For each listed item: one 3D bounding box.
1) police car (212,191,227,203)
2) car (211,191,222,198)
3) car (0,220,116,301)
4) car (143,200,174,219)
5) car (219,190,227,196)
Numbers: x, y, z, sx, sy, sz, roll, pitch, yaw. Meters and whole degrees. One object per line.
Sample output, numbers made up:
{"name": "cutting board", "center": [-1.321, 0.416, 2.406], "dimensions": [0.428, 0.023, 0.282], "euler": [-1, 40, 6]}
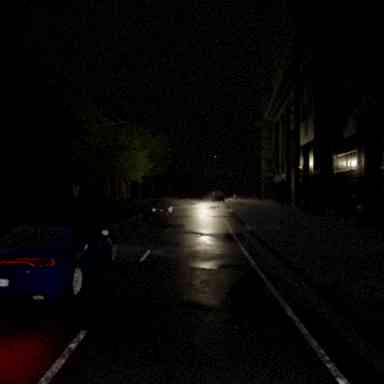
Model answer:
{"name": "police car", "center": [4.151, 0.811, 52.360], "dimensions": [1.930, 1.638, 5.238], "euler": [0, 1, 6]}
{"name": "car", "center": [5.354, 0.510, 71.554], "dimensions": [1.882, 1.535, 5.008], "euler": [0, 1, 9]}
{"name": "car", "center": [-3.281, 1.427, 8.312], "dimensions": [1.882, 1.535, 5.008], "euler": [0, 0, 1]}
{"name": "car", "center": [-2.598, 1.344, 26.620], "dimensions": [2.033, 1.411, 5.357], "euler": [0, 1, 3]}
{"name": "car", "center": [8.440, 0.368, 90.074], "dimensions": [1.882, 1.535, 5.008], "euler": [0, 0, 11]}
